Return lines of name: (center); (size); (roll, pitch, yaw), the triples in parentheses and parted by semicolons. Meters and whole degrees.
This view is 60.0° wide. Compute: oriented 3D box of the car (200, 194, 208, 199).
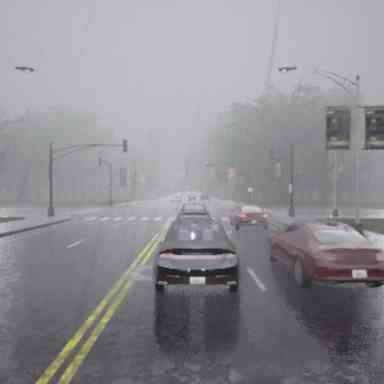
car: (3.247, 1.359, 94.072); (2.033, 1.411, 5.357); (0, 0, 0)

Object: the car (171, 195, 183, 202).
car: (-3.254, 1.427, 67.694); (1.895, 1.301, 4.718); (0, 0, 0)

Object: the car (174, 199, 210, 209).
car: (0.100, 1.397, 18.982); (2.128, 1.511, 4.902); (0, 0, 0)

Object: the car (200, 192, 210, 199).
car: (3.249, 1.115, 83.683); (2.150, 2.045, 5.566); (0, 0, 0)

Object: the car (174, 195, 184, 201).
car: (-3.252, 1.403, 83.269); (2.128, 1.511, 4.902); (0, 0, 0)

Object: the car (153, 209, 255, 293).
car: (0.100, 1.441, 8.699); (2.128, 1.511, 4.902); (0, 0, 0)

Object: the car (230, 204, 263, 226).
car: (3.360, 1.427, 20.097); (1.812, 1.442, 4.674); (0, 0, 1)

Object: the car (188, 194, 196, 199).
car: (-0.003, 1.372, 94.072); (1.994, 1.385, 4.181); (0, 0, 0)

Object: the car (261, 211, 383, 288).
car: (3.347, 1.473, 8.978); (1.812, 1.442, 4.674); (0, 0, 0)

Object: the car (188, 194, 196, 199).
car: (-0.001, 1.366, 83.618); (1.882, 1.535, 5.008); (0, 0, 0)
